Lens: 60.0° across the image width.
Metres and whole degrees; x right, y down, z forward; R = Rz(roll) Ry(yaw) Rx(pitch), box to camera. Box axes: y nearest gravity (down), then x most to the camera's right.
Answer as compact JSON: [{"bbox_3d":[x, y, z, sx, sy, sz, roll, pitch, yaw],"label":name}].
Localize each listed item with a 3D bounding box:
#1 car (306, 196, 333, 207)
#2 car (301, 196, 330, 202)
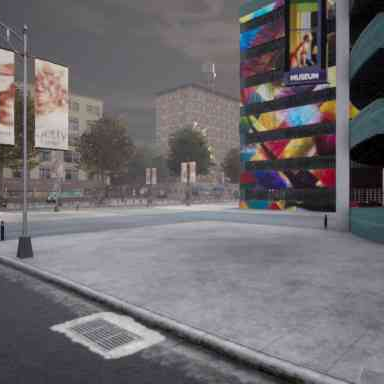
[{"bbox_3d":[19.579,1.413,51.052,2.161,1.482,4.786,0,0,43],"label":"car"},{"bbox_3d":[14.255,1.320,39.330,2.002,1.452,4.674,0,0,43],"label":"car"}]
